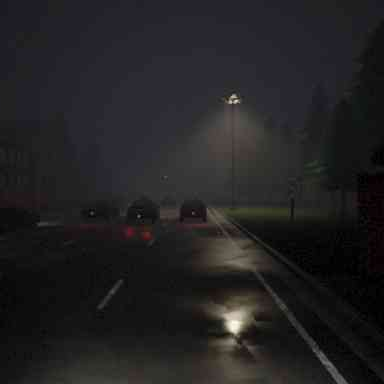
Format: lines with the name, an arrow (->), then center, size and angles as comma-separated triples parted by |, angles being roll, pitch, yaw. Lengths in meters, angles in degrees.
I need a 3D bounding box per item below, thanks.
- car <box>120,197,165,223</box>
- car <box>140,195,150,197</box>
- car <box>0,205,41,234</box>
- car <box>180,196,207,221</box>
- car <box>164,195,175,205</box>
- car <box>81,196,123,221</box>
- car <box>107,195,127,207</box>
car -> -3.406, 1.341, 23.864 | 2.128, 1.511, 4.902 | 0, 0, 0
car -> -6.977, 1.194, 49.704 | 1.837, 1.490, 4.892 | 0, 1, 1
car -> -10.404, 1.431, 18.496 | 2.033, 1.411, 5.357 | 0, 0, 0
car -> 0.094, 1.317, 25.513 | 1.882, 1.535, 5.008 | 0, 0, 0
car -> -3.482, 1.214, 49.481 | 1.812, 1.442, 4.674 | 0, 1, 1
car -> -6.906, 1.317, 25.504 | 1.882, 1.535, 5.008 | 0, 0, 0
car -> -10.508, 1.231, 46.828 | 1.812, 1.442, 4.674 | 0, 1, 0
